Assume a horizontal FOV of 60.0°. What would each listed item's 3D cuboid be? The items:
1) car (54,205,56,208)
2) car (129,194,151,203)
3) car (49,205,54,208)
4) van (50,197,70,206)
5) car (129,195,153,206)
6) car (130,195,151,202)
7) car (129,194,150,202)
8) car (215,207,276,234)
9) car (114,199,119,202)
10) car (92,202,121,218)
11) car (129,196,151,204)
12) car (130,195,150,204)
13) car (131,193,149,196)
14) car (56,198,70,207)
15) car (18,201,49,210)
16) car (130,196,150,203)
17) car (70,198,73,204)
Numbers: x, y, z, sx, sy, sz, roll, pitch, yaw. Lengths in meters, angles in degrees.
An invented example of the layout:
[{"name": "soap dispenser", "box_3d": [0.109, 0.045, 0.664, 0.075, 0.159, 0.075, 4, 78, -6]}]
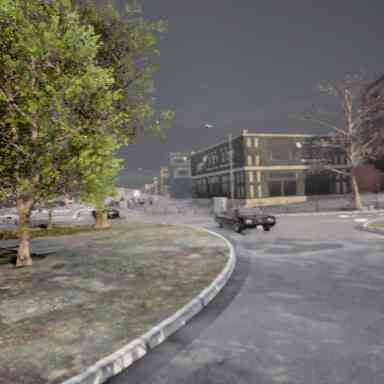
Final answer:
[{"name": "car", "box_3d": [-30.979, 2.781, 67.999, 4.674, 1.452, 2.002, -2, 0, -9]}, {"name": "car", "box_3d": [-13.351, 1.594, 85.706, 5.566, 2.045, 2.435, -2, 1, -9]}, {"name": "car", "box_3d": [-30.560, 2.745, 65.275, 5.008, 1.535, 2.097, -2, 0, -9]}, {"name": "van", "box_3d": [-33.449, 2.457, 84.362, 4.442, 1.987, 1.878, -2, 1, -9]}, {"name": "car", "box_3d": [-9.978, 1.929, 63.850, 4.792, 1.488, 2.163, -2, 0, -9]}, {"name": "car", "box_3d": [-13.616, 1.823, 88.480, 5.366, 1.575, 1.946, -2, 1, -9]}, {"name": "car", "box_3d": [-14.287, 1.573, 91.314, 5.566, 2.045, 2.435, -2, 1, -9]}, {"name": "car", "box_3d": [2.845, 1.516, 19.027, 1.895, 1.301, 4.718, -3, 0, -15]}, {"name": "car", "box_3d": [-14.062, 2.110, 60.974, 1.837, 1.490, 4.892, -3, 0, -10]}, {"name": "car", "box_3d": [-9.119, 2.032, 34.780, 1.994, 1.385, 4.181, -3, 0, -31]}, {"name": "car", "box_3d": [-12.534, 1.871, 80.337, 5.008, 1.535, 2.097, -2, 1, -9]}, {"name": "car", "box_3d": [-12.054, 1.757, 77.472, 4.553, 1.767, 2.185, -2, 1, -9]}, {"name": "car", "box_3d": [-10.764, 1.778, 69.228, 4.553, 1.767, 2.185, -2, 0, -9]}, {"name": "car", "box_3d": [-32.736, 2.459, 78.891, 5.566, 2.045, 2.435, -2, 1, -9]}, {"name": "car", "box_3d": [-30.101, 2.617, 62.551, 4.553, 1.767, 2.185, -2, 0, -9]}, {"name": "car", "box_3d": [-12.933, 1.860, 82.961, 4.892, 1.521, 2.231, -2, 1, -9]}, {"name": "car", "box_3d": [-32.943, 2.687, 81.651, 5.366, 1.575, 1.946, -2, 1, -9]}]
